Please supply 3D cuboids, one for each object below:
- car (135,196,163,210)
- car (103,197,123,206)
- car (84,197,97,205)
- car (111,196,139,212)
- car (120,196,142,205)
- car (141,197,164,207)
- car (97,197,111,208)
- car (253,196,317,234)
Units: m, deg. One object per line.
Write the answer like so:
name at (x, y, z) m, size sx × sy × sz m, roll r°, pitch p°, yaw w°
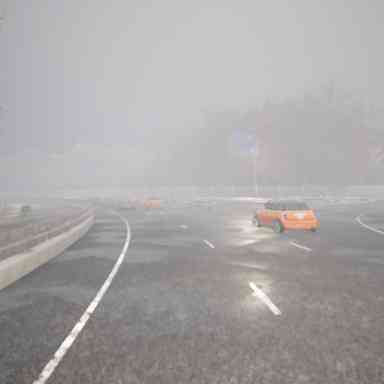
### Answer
car at (-5.355, 1.356, 42.639) m, size 2.097 × 1.767 × 4.553 m, roll 0°, pitch 0°, yaw -23°
car at (-14.120, 1.618, 59.096) m, size 1.994 × 1.385 × 4.181 m, roll 0°, pitch 0°, yaw -35°
car at (-17.067, 1.582, 57.206) m, size 1.837 × 1.490 × 4.892 m, roll 0°, pitch 0°, yaw -35°
car at (-8.162, 1.590, 40.267) m, size 1.994 × 1.385 × 4.181 m, roll 0°, pitch 0°, yaw -23°
car at (-11.175, 1.523, 60.986) m, size 2.128 × 1.511 × 4.902 m, roll 0°, pitch 0°, yaw -35°
car at (-6.305, 1.567, 52.652) m, size 1.994 × 1.385 × 4.181 m, roll 0°, pitch 0°, yaw -30°
car at (-11.843, 1.593, 48.181) m, size 2.033 × 1.411 × 5.357 m, roll 0°, pitch 0°, yaw -27°
car at (5.165, 1.299, 19.077) m, size 2.097 × 1.767 × 4.553 m, roll 0°, pitch 0°, yaw -10°
